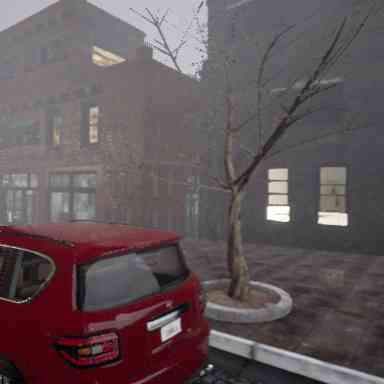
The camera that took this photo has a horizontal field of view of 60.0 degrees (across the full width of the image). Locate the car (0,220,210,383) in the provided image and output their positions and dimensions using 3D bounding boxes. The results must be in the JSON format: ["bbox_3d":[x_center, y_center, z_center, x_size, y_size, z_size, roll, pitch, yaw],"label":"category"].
[{"bbox_3d":[-2.131,1.312,4.373,5.009,1.841,2.192,0,1,36],"label":"car"}]
